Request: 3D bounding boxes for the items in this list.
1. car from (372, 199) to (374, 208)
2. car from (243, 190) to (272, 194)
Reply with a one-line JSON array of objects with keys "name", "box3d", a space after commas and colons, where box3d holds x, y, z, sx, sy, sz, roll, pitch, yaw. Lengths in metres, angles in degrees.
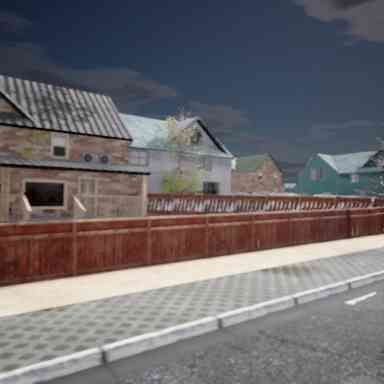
[{"name": "car", "box3d": [15.566, 1.394, 27.177, 1.882, 1.535, 5.008, 2, 1, -35]}, {"name": "car", "box3d": [7.985, 0.840, 37.832, 2.150, 2.045, 5.566, 2, 1, -35]}]
